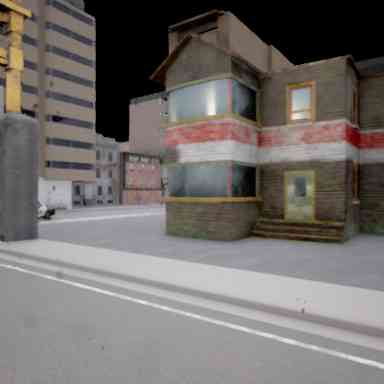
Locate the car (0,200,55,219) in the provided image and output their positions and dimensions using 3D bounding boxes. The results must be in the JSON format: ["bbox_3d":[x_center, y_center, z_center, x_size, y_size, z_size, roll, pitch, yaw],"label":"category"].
[{"bbox_3d":[-12.573,1.243,24.883,1.853,1.218,4.536,0,0,15],"label":"car"}]

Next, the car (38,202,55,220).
[{"bbox_3d":[-12.586,1.401,24.833,2.038,1.542,4.974,0,0,15],"label":"car"}]
